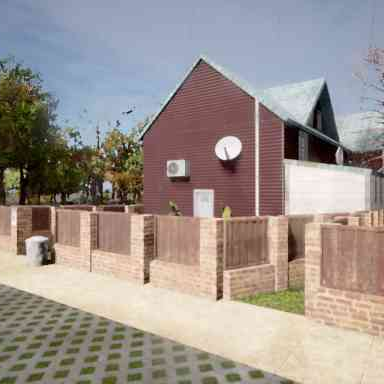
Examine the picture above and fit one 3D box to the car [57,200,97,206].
[{"bbox_3d":[-12.046,1.591,34.426,1.837,1.490,4.892,0,-1,36],"label":"car"}]
